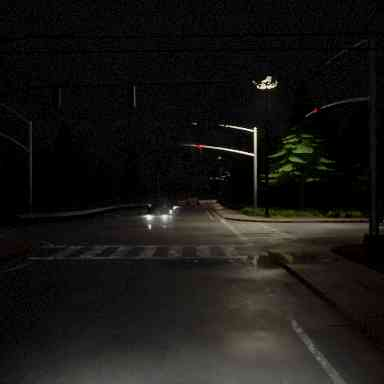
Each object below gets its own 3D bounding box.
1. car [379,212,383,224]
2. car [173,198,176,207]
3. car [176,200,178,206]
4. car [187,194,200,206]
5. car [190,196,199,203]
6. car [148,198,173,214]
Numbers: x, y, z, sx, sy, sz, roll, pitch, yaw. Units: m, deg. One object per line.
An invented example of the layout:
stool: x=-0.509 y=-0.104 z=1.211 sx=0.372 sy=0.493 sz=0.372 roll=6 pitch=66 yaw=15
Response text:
car: x=14.916 y=1.609 z=21.959 sx=4.718 sy=1.301 sz=1.895 roll=0 pitch=0 yaw=1
car: x=-3.601 y=1.640 z=46.541 sx=1.837 sy=1.490 sz=4.892 roll=0 pitch=0 yaw=0
car: x=-3.512 y=1.723 z=56.621 sx=1.994 sy=1.385 sz=4.181 roll=0 pitch=0 yaw=1
car: x=0.222 y=1.368 z=60.019 sx=2.150 sy=2.045 sz=5.566 roll=0 pitch=0 yaw=2
car: x=0.553 y=1.657 z=73.181 sx=1.882 sy=1.535 sz=5.008 roll=0 pitch=0 yaw=2
car: x=-3.615 y=1.464 z=36.671 sx=2.097 sy=1.767 sz=4.553 roll=0 pitch=0 yaw=0
